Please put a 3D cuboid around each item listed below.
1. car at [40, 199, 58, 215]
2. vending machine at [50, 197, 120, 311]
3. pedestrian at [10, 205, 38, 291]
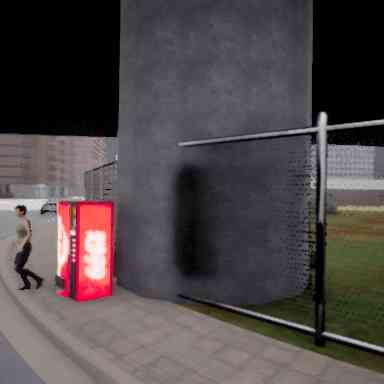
[{"bbox_3d":[-13.038,1.403,32.055,1.994,1.385,4.181,1,0,-7],"label":"car"},{"bbox_3d":[-2.222,1.173,6.896,1.100,2.100,0.880,1,0,-39],"label":"vending machine"},{"bbox_3d":[-3.483,1.101,6.844,0.375,1.860,0.375,1,0,-38],"label":"pedestrian"}]
